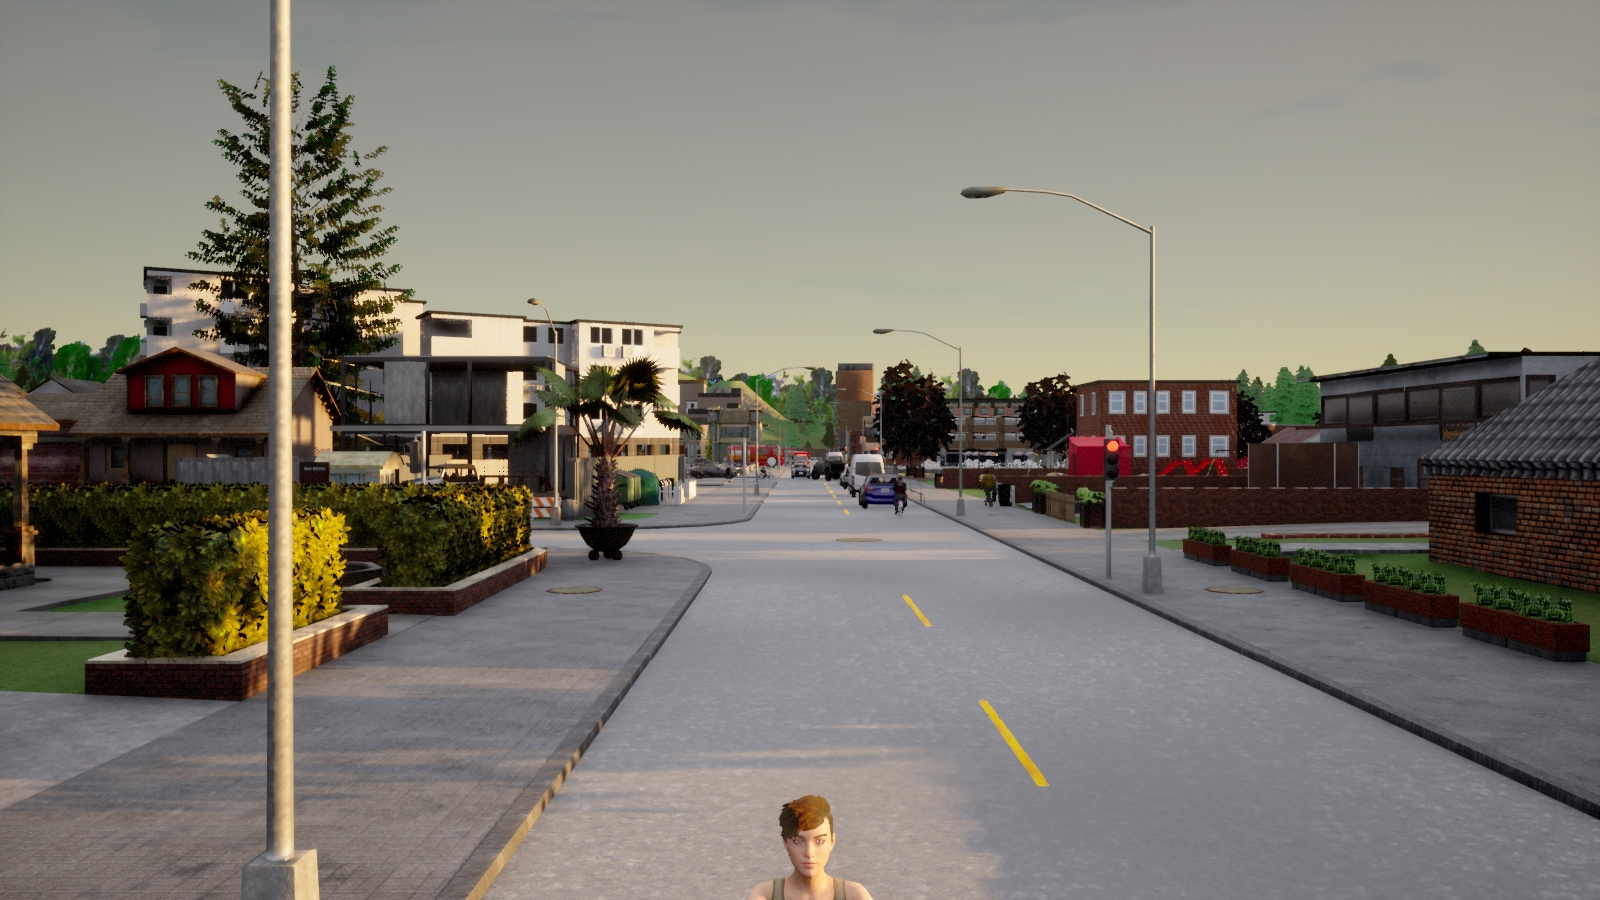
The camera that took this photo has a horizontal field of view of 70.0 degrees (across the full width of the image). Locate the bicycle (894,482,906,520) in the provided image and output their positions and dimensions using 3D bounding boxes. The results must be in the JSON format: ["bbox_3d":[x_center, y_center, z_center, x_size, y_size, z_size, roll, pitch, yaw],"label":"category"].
[{"bbox_3d":[4.090,2.060,46.797,0.329,1.471,1.835,0,0,0],"label":"bicycle"}]

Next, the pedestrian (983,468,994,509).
[{"bbox_3d":[8.646,1.744,52.444,0.375,1.860,0.375,0,0,-21],"label":"pedestrian"}]

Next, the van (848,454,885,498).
[{"bbox_3d":[4.039,1.535,70.140,1.988,2.561,5.915,0,0,0],"label":"van"}]

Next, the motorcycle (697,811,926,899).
[{"bbox_3d":[0.039,2.155,3.558,0.764,1.307,2.356,0,0,0],"label":"motorcycle"}]

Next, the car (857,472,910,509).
[{"bbox_3d":[4.046,1.967,56.171,2.242,1.667,4.611,0,0,0],"label":"car"}]
